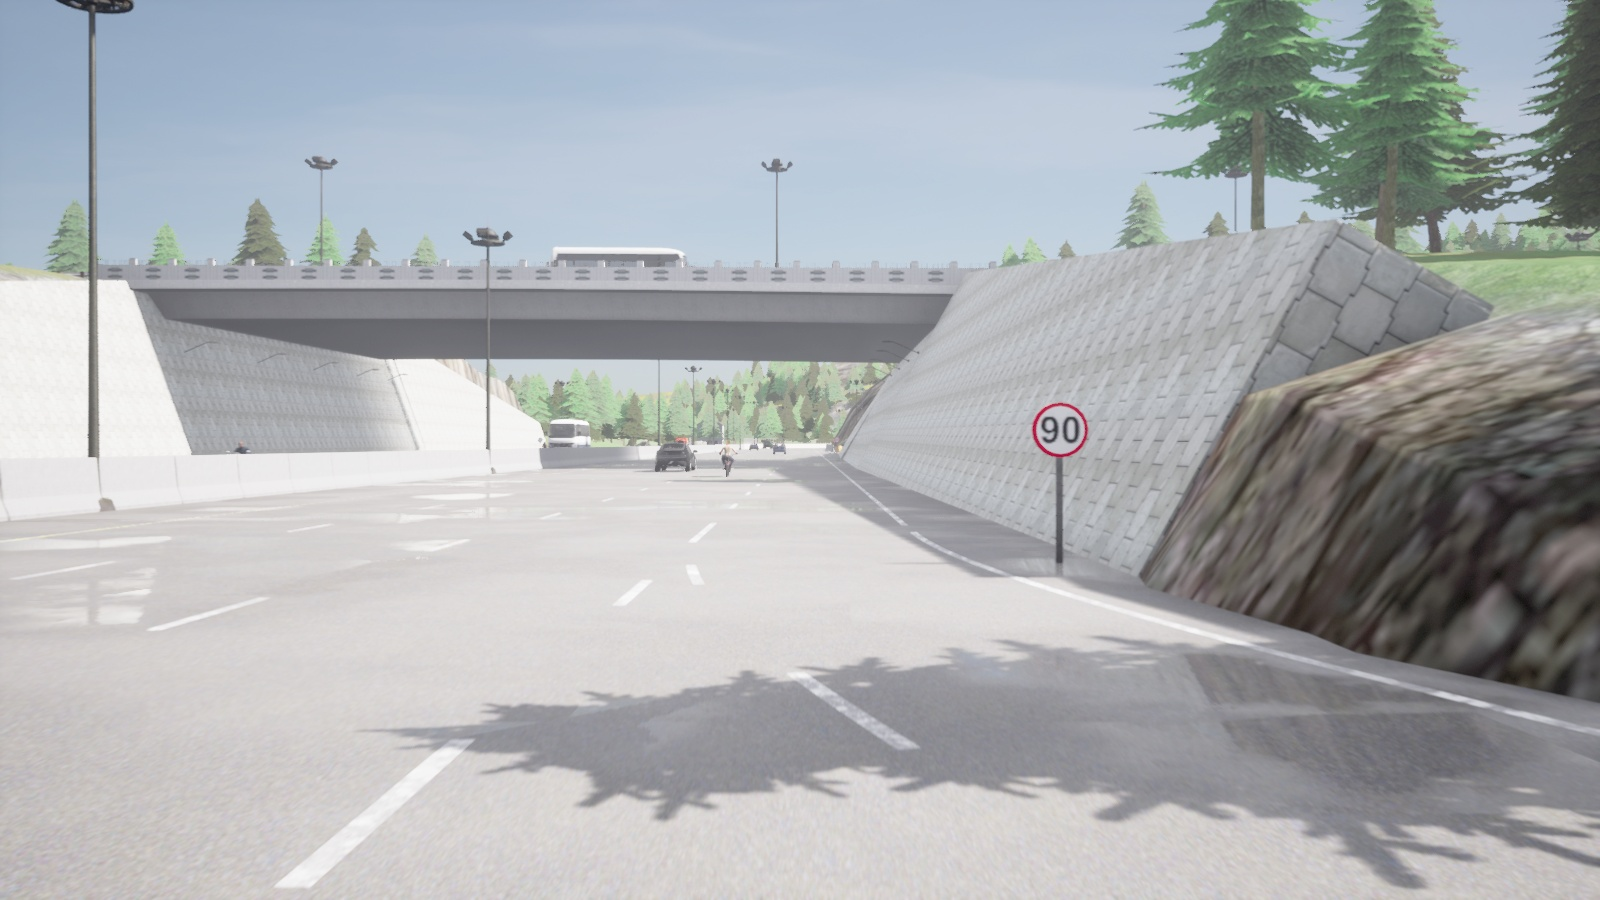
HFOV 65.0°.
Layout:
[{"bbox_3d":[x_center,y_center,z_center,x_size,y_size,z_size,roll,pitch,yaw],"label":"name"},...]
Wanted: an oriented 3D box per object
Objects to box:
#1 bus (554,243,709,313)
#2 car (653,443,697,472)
[{"bbox_3d":[-11.703,-12.038,88.262,10.273,4.253,3.944,1,0,1],"label":"bus"},{"bbox_3d":[-6.604,0.369,66.846,1.837,1.490,4.892,0,0,0],"label":"car"}]
